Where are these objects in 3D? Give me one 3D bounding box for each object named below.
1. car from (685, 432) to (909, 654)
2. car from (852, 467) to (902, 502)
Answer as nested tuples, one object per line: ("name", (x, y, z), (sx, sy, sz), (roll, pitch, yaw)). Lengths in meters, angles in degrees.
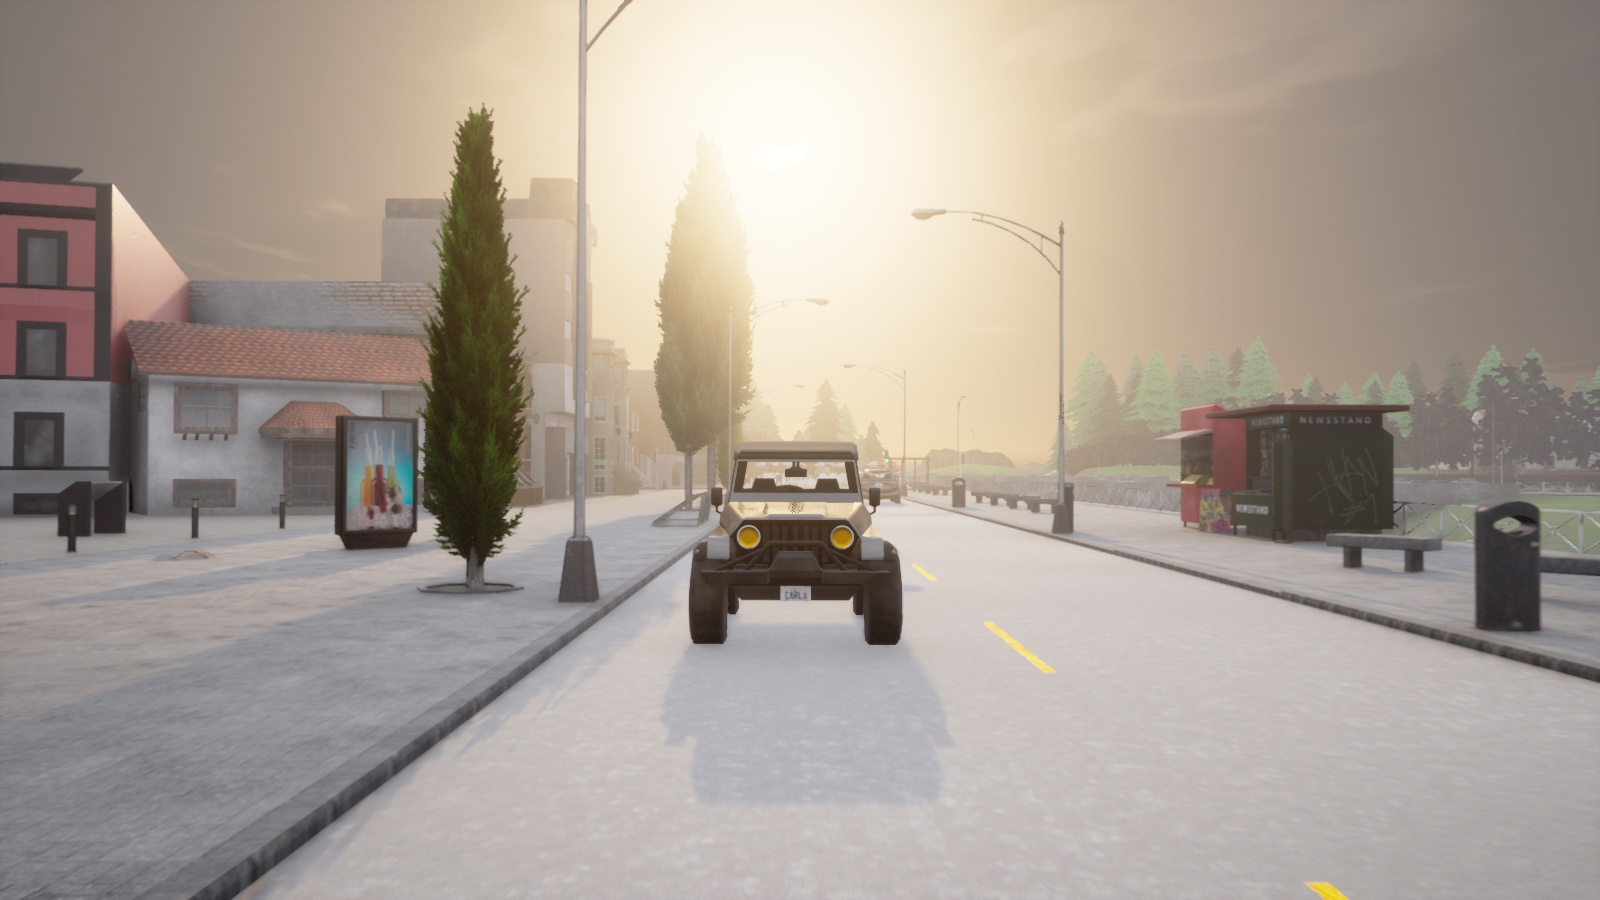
("car", (-0.034, 0.822, 12.637), (1.905, 1.878, 3.866), (0, -1, 0))
("car", (3.835, 1.702, 63.221), (2.242, 1.667, 4.611), (0, -1, 0))
